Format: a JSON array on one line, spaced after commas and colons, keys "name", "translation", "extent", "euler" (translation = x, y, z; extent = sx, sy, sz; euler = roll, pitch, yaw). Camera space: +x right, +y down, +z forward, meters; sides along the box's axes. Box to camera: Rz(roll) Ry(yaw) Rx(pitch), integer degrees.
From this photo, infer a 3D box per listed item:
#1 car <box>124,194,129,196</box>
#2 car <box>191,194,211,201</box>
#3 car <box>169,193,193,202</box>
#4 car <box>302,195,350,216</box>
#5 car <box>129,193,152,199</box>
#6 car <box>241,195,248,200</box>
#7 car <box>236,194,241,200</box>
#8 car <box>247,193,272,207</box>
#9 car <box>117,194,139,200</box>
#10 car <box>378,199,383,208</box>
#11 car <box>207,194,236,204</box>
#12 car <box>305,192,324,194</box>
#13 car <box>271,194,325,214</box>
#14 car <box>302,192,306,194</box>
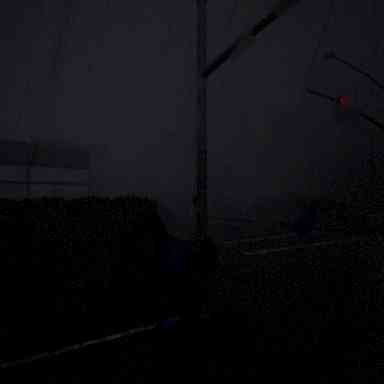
[{"name": "car", "translation": [-10.451, 1.050, 63.851], "extent": [3.866, 1.878, 1.905], "euler": [0, 0, -35]}, {"name": "car", "translation": [2.120, 1.255, 77.080], "extent": [4.514, 1.523, 2.007], "euler": [0, 0, -35]}, {"name": "car", "translation": [-2.118, 1.063, 65.658], "extent": [4.605, 1.855, 1.932], "euler": [0, 0, -35]}, {"name": "car", "translation": [12.434, 1.314, 30.168], "extent": [4.514, 1.523, 2.007], "euler": [0, 0, -35]}, {"name": "car", "translation": [-9.050, 1.335, 60.775], "extent": [3.806, 1.475, 1.970], "euler": [0, 0, -35]}, {"name": "car", "translation": [13.934, 1.103, 73.032], "extent": [5.027, 1.636, 2.152], "euler": [0, 0, -35]}, {"name": "car", "translation": [9.996, 1.182, 78.110], "extent": [3.806, 1.475, 1.970], "euler": [0, 0, -35]}, {"name": "car", "translation": [10.110, 1.287, 46.817], "extent": [3.633, 1.501, 1.845], "euler": [0, 0, -35]}, {"name": "car", "translation": [-16.734, 1.314, 87.030], "extent": [5.357, 1.411, 2.033], "euler": [0, 0, -35]}, {"name": "car", "translation": [25.988, 1.341, 43.272], "extent": [3.806, 1.475, 1.970], "euler": [0, 0, -35]}, {"name": "car", "translation": [4.427, 1.265, 55.036], "extent": [4.514, 1.523, 2.007], "euler": [0, 0, -35]}, {"name": "car", "translation": [23.256, 1.047, 60.393], "extent": [4.605, 1.855, 1.932], "euler": [0, 0, -35]}, {"name": "car", "translation": [10.596, 1.305, 32.711], "extent": [5.027, 1.636, 2.152], "euler": [0, 0, -35]}, {"name": "car", "translation": [21.256, 1.027, 62.540], "extent": [3.866, 1.878, 1.905], "euler": [0, 0, -35]}]
